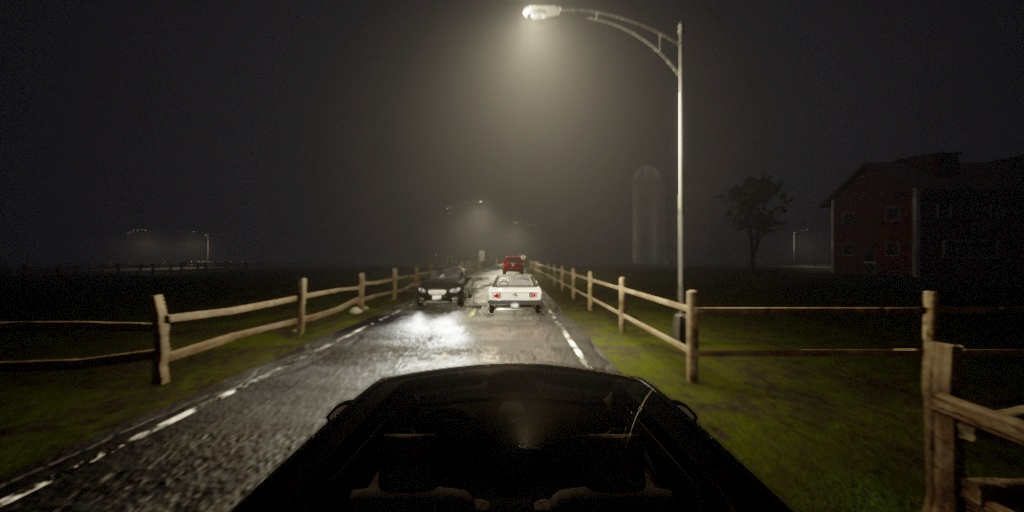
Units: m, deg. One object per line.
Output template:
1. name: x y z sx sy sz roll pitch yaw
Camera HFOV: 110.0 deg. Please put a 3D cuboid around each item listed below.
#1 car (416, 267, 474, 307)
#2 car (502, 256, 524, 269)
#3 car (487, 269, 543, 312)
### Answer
1. car: -2.747 1.250 15.547 2.128 1.511 4.902 0 0 0
2. car: 0.119 1.032 38.764 2.150 2.045 5.566 0 0 0
3. car: 0.102 1.358 14.183 1.895 1.301 4.718 0 0 0
